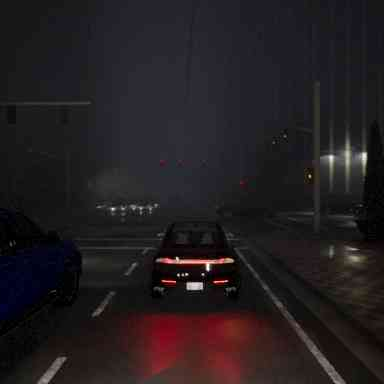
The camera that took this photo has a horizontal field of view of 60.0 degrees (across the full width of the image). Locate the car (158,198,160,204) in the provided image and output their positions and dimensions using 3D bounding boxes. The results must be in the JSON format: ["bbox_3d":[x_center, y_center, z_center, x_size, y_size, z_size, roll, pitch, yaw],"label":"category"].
[{"bbox_3d":[-7.168,1.564,62.884,1.994,1.385,4.181,0,0,0],"label":"car"}]

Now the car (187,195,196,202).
[{"bbox_3d":[-0.133,1.429,75.500,1.837,1.490,4.892,0,0,0],"label":"car"}]

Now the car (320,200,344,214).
[{"bbox_3d":[15.232,1.564,34.882,4.181,1.385,1.994,0,0,-1],"label":"car"}]

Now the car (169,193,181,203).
[{"bbox_3d":[-3.521,1.221,68.540,2.150,2.045,5.566,0,0,0],"label":"car"}]

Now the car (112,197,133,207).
[{"bbox_3d":[-10.687,1.526,50.207,1.812,1.442,4.674,0,0,0],"label":"car"}]

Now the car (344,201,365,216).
[{"bbox_3d":[17.480,1.505,31.407,4.892,1.490,1.837,0,0,-1],"label":"car"}]

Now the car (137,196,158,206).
[{"bbox_3d":[-7.182,1.505,53.975,1.837,1.490,4.892,0,0,0],"label":"car"}]

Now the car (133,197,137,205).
[{"bbox_3d":[-10.674,1.601,59.316,1.895,1.301,4.718,0,0,0],"label":"car"}]

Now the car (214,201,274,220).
[{"bbox_3d":[4.300,1.491,27.551,4.902,1.511,2.128,0,0,-1],"label":"car"}]

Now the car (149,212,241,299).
[{"bbox_3d":[0.078,1.492,8.454,2.128,1.511,4.902,0,0,1],"label":"car"}]

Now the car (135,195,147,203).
[{"bbox_3d":[-10.623,1.477,69.758,1.882,1.535,5.008,0,0,0],"label":"car"}]

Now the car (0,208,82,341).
[{"bbox_3d":[-3.451,1.221,4.822,2.150,2.045,5.566,0,0,1],"label":"car"}]
